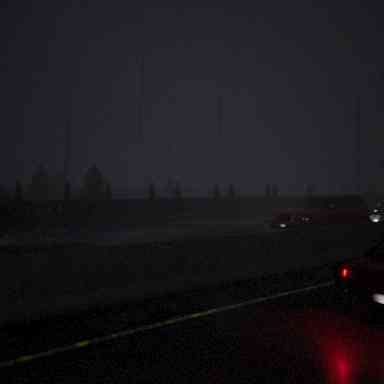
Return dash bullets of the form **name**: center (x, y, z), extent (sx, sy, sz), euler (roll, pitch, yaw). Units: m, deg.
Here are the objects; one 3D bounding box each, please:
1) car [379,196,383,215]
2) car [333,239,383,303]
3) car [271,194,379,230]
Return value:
- **car**: center (17.740, 1.179, 31.475), extent (4.553, 1.767, 2.097), euler (0, 0, -32)
- **car**: center (5.161, 1.553, 6.925), extent (4.718, 1.301, 1.895), euler (0, 0, -32)
- **car**: center (6.376, 1.128, 16.192), extent (5.566, 2.045, 2.150), euler (0, 0, -32)
